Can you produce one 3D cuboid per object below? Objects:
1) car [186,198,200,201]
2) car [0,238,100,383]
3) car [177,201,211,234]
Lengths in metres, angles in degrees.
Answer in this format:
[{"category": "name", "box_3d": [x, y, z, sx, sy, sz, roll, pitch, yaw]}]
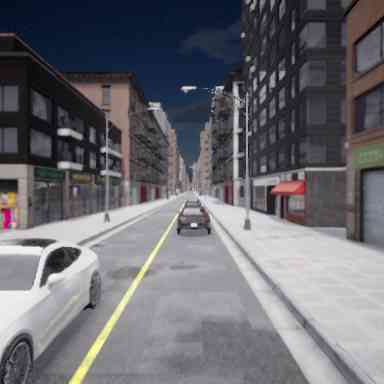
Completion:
[{"category": "car", "box_3d": [0.105, 1.405, 37.606, 2.128, 1.511, 4.902, 0, 0, 0]}, {"category": "car", "box_3d": [-2.749, 1.514, 5.099, 1.812, 1.442, 4.674, 0, 0, 0]}, {"category": "car", "box_3d": [0.102, 1.482, 18.958, 1.812, 1.442, 4.674, 0, 0, 0]}]
